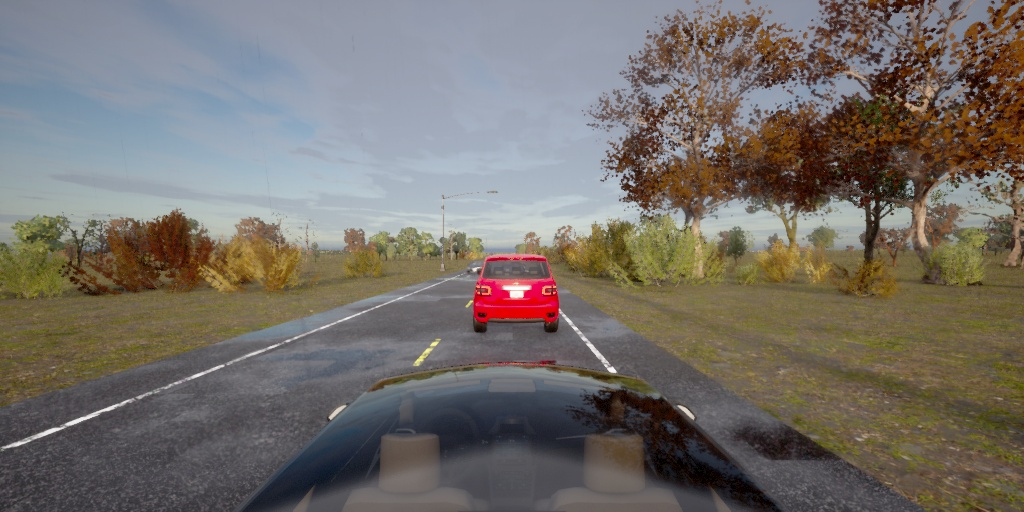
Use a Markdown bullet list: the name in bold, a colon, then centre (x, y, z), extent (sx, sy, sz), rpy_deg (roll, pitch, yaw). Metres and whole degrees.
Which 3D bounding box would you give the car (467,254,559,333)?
- **car**: centre (0.083, 0.968, 10.894), extent (2.150, 2.045, 5.566), rpy_deg (0, 0, -1)

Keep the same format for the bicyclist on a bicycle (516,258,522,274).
- **bicyclist on a bicycle**: centre (0.802, 1.106, 40.086), extent (0.659, 1.776, 1.843), rpy_deg (0, 0, 0)

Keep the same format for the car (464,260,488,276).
- **car**: centre (-3.753, 1.228, 38.610), extent (2.128, 1.511, 4.902), rpy_deg (0, 0, 0)

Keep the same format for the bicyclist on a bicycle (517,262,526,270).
- **bicyclist on a bicycle**: centre (0.873, 1.109, 30.073), extent (0.659, 1.776, 1.843), rpy_deg (0, 0, 0)
